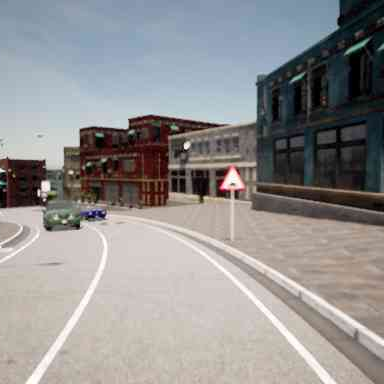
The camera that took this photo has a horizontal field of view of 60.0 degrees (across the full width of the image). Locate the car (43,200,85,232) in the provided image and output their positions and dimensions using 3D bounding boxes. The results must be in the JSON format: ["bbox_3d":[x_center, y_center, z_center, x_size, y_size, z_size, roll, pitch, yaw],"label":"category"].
[{"bbox_3d":[-9.350,1.606,23.770,2.150,2.045,5.566,-2,0,-26],"label":"car"}]

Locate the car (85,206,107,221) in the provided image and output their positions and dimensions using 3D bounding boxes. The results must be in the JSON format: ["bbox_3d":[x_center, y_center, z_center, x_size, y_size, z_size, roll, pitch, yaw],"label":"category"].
[{"bbox_3d":[-9.912,2.035,32.345,1.895,1.301,4.718,-3,0,-32],"label":"car"}]
